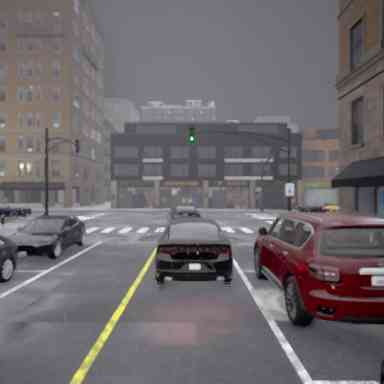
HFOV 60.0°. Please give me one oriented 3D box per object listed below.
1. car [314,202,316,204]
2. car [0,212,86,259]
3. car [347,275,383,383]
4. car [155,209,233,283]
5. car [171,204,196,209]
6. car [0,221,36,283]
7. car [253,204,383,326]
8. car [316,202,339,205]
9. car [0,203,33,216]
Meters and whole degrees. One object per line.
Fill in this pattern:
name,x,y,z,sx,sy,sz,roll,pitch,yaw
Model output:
car,13.382,1.722,35.014,4.718,1.301,1.895,0,0,0
car,-5.387,1.582,12.682,1.947,1.339,4.313,0,0,0
car,2.637,1.568,1.357,1.947,1.339,4.313,0,0,0
car,0.035,1.490,9.768,1.882,1.535,5.008,0,0,-1
car,-0.599,1.534,21.282,1.837,1.490,4.892,0,0,-8
car,-5.388,1.560,7.020,2.008,1.369,4.403,0,0,0
car,2.637,1.324,7.020,2.192,1.841,5.009,0,0,0
car,14.987,1.603,31.772,5.008,1.535,1.882,0,0,0
car,-16.164,1.566,28.181,4.718,1.301,1.895,0,0,0
